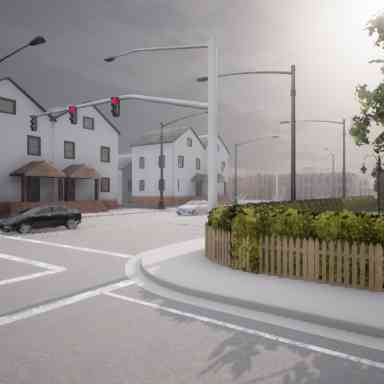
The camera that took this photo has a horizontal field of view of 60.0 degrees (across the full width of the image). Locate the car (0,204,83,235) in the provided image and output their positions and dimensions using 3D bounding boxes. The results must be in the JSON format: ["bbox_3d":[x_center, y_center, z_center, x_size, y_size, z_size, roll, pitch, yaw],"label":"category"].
[{"bbox_3d":[-8.702,1.505,19.212,1.837,1.490,4.892,0,0,35],"label":"car"}]

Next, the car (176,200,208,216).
[{"bbox_3d":[0.348,1.526,32.312,1.812,1.442,4.674,0,0,35],"label":"car"}]

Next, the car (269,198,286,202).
[{"bbox_3d":[13.245,1.548,50.856,2.033,1.411,5.357,0,0,35],"label":"car"}]
